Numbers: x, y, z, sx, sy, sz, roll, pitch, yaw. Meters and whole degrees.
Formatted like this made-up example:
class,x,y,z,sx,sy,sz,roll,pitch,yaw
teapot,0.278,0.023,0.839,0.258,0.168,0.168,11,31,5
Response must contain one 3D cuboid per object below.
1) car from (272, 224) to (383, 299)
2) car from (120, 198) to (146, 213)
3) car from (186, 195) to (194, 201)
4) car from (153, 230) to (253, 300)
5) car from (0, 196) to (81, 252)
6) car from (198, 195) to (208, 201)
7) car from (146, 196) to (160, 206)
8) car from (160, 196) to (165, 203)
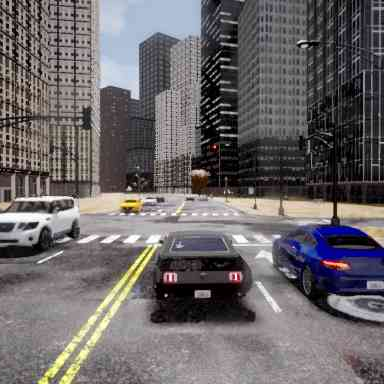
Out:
class,x,y,z,sx,sy,sz,roll,pitch,yaw
car,3.347,1.523,8.338,1.812,1.442,4.674,0,0,1
car,-6.577,1.451,36.334,1.882,1.535,5.008,0,0,0
car,-0.503,1.469,80.524,1.895,1.301,4.718,0,0,-4
car,0.104,1.598,8.367,1.895,1.301,4.718,0,0,-3
car,-6.591,1.215,14.302,2.150,2.045,5.566,0,0,0
car,2.746,1.397,80.640,1.812,1.442,4.674,0,0,-4
car,-6.567,1.469,52.517,1.812,1.442,4.674,0,0,0
car,-6.549,1.474,67.264,1.994,1.385,4.181,0,0,0
